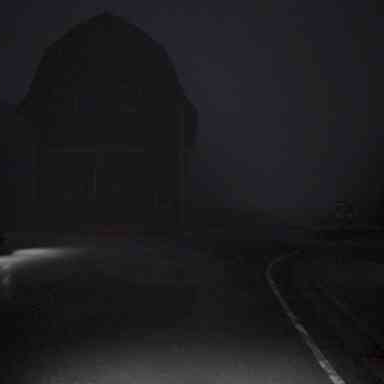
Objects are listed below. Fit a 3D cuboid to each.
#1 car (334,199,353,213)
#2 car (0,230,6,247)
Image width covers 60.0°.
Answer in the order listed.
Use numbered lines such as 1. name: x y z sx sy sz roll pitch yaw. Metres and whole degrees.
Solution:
1. car: 18.269 1.633 40.153 2.128 1.511 4.902 0 0 23
2. car: -9.706 1.589 12.986 4.892 1.490 1.837 1 0 13
